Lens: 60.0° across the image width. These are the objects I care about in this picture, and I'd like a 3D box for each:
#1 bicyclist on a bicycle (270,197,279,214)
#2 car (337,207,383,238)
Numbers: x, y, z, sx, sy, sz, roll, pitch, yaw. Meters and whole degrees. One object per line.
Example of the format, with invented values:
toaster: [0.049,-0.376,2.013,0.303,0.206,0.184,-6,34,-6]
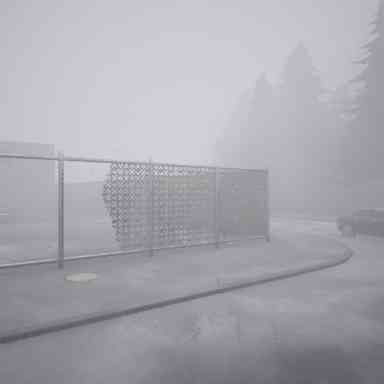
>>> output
bicyclist on a bicycle: [7.911,1.349,32.441,1.656,1.620,0.582,0,0,-36]
car: [8.972,1.505,15.291,1.837,1.490,4.892,1,-1,-22]
